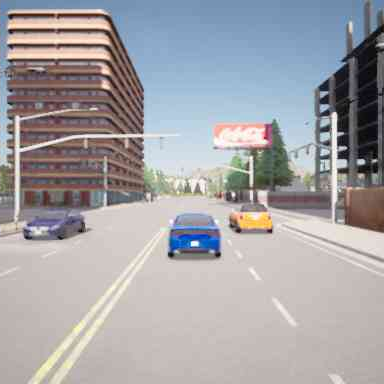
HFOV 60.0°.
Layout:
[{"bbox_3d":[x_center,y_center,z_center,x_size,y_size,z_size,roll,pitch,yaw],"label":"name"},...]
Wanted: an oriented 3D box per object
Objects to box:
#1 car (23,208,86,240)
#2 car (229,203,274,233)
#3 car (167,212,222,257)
[{"bbox_3d":[-7.039,1.601,17.563,1.812,1.442,4.674,0,0,0],"label":"car"},{"bbox_3d":[3.476,1.437,20.315,2.097,1.767,4.553,0,0,0],"label":"car"},{"bbox_3d":[0.084,1.533,13.228,1.882,1.535,5.008,0,0,0],"label":"car"}]
